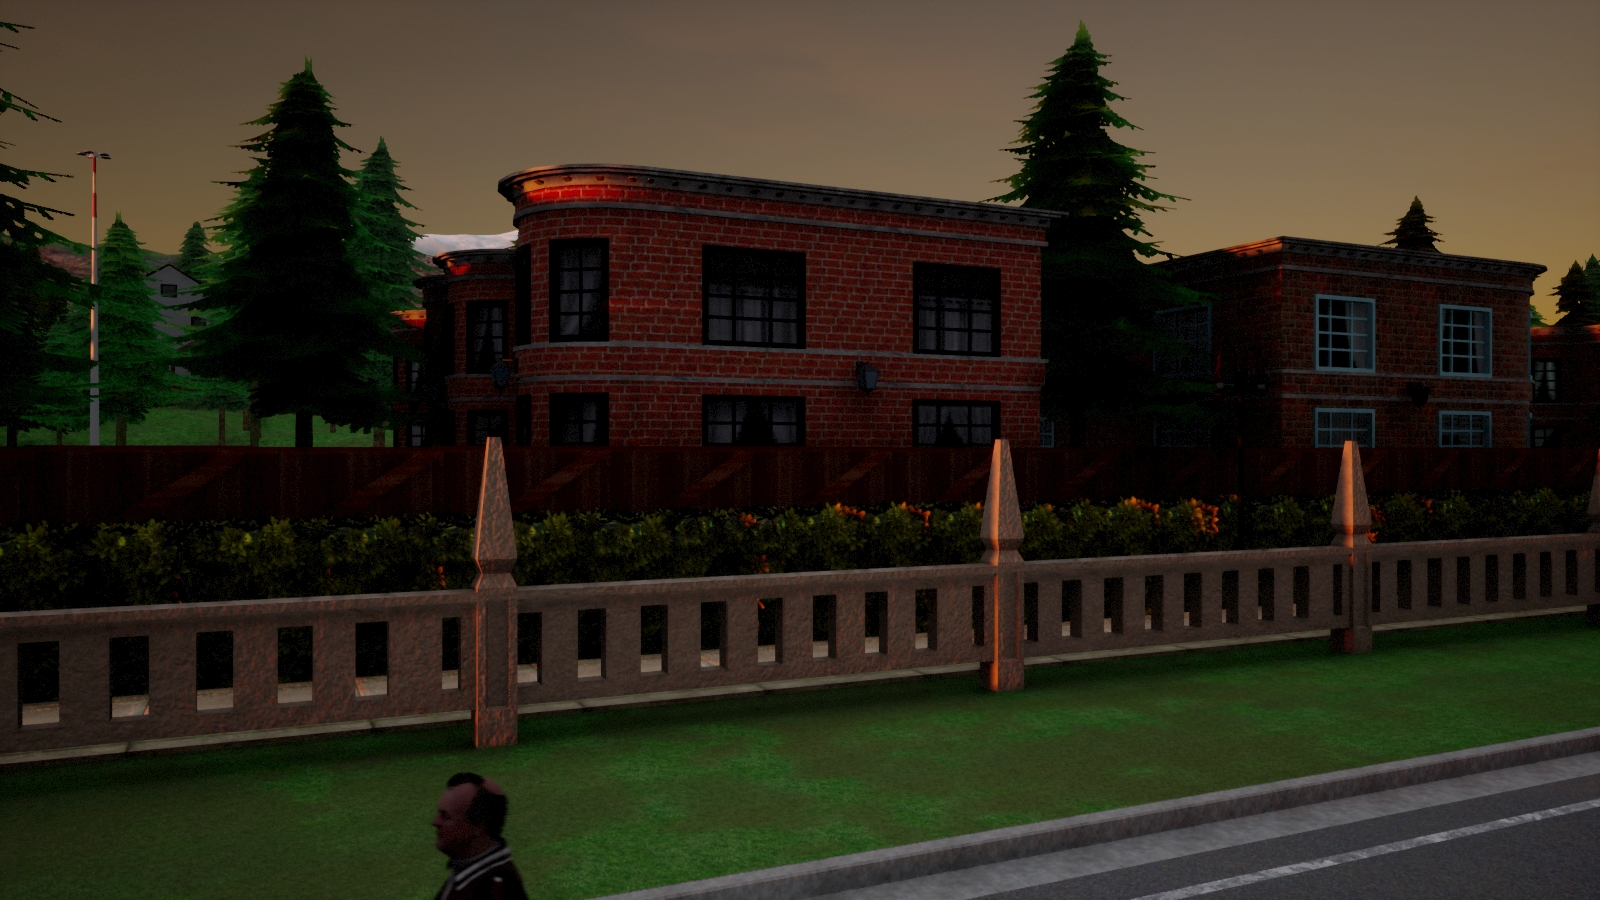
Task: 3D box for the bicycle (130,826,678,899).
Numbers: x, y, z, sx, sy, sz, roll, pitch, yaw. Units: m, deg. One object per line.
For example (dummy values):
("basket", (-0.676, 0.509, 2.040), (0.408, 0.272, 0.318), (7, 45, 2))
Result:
("bicycle", (-1.300, 2.060, 3.490), (1.835, 1.471, 0.329), (0, 0, -25))
